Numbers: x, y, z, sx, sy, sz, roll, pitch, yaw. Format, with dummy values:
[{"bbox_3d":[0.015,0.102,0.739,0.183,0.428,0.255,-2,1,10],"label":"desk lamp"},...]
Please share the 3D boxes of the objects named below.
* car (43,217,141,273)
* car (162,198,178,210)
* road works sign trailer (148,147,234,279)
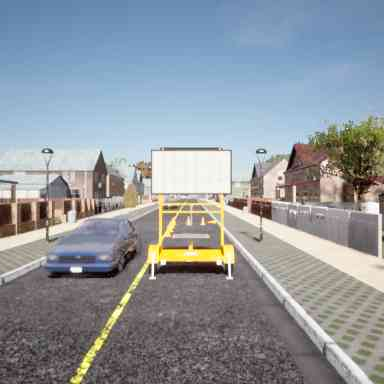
[{"bbox_3d":[-2.885,1.555,10.934,2.033,1.411,5.357,0,0,0],"label":"car"},{"bbox_3d":[-2.892,1.576,44.843,2.128,1.511,4.902,0,0,0],"label":"car"},{"bbox_3d":[-0.019,0.470,10.012,2.380,3.560,2.880,0,0,0],"label":"road works sign trailer"}]
